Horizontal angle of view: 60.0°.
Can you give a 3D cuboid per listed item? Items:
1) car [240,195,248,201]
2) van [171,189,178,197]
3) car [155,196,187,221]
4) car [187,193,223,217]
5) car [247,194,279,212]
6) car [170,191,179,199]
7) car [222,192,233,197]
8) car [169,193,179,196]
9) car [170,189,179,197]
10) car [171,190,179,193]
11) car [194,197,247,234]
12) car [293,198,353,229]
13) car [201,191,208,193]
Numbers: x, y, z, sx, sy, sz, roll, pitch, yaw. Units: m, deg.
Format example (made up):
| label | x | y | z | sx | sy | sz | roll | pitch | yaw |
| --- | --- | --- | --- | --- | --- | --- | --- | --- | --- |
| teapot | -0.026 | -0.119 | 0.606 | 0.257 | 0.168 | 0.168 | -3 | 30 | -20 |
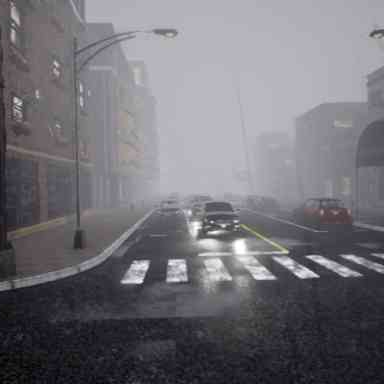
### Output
| label | x | y | z | sx | sy | sz | roll | pitch | yaw |
| --- | --- | --- | --- | --- | --- | --- | --- | --- | --- |
| car | 6.268 | 0.930 | 35.474 | 2.008 | 1.369 | 4.403 | -2 | 1 | -3 |
| van | -4.165 | 0.315 | 80.605 | 1.690 | 1.788 | 3.998 | -2 | 1 | -3 |
| car | -1.588 | 1.235 | 23.704 | 2.008 | 1.369 | 4.403 | -2 | 1 | -3 |
| car | 0.871 | 1.089 | 26.777 | 2.128 | 1.511 | 4.902 | -1 | 1 | -3 |
| car | 6.526 | 1.035 | 29.784 | 1.802 | 1.307 | 4.206 | -2 | 1 | -3 |
| car | -3.638 | 0.637 | 69.057 | 1.752 | 1.417 | 4.829 | -2 | 1 | -3 |
| car | 5.496 | 0.714 | 52.545 | 2.008 | 1.369 | 4.403 | -2 | 1 | -3 |
| car | -2.102 | 1.088 | 35.085 | 2.008 | 1.369 | 4.403 | -2 | 1 | -3 |
| car | -4.423 | 0.222 | 86.294 | 2.192 | 1.841 | 5.009 | -2 | 1 | -3 |
| car | -2.867 | 0.848 | 51.986 | 1.752 | 1.417 | 4.829 | -2 | 1 | -3 |
| car | 1.299 | 1.227 | 17.272 | 1.837 | 1.490 | 4.892 | -1 | 1 | -3 |
| car | 7.037 | 1.042 | 18.401 | 1.967 | 1.590 | 4.097 | -2 | 1 | -3 |
| car | 0.417 | 0.955 | 37.101 | 2.128 | 1.511 | 4.902 | -1 | 1 | -2 |
